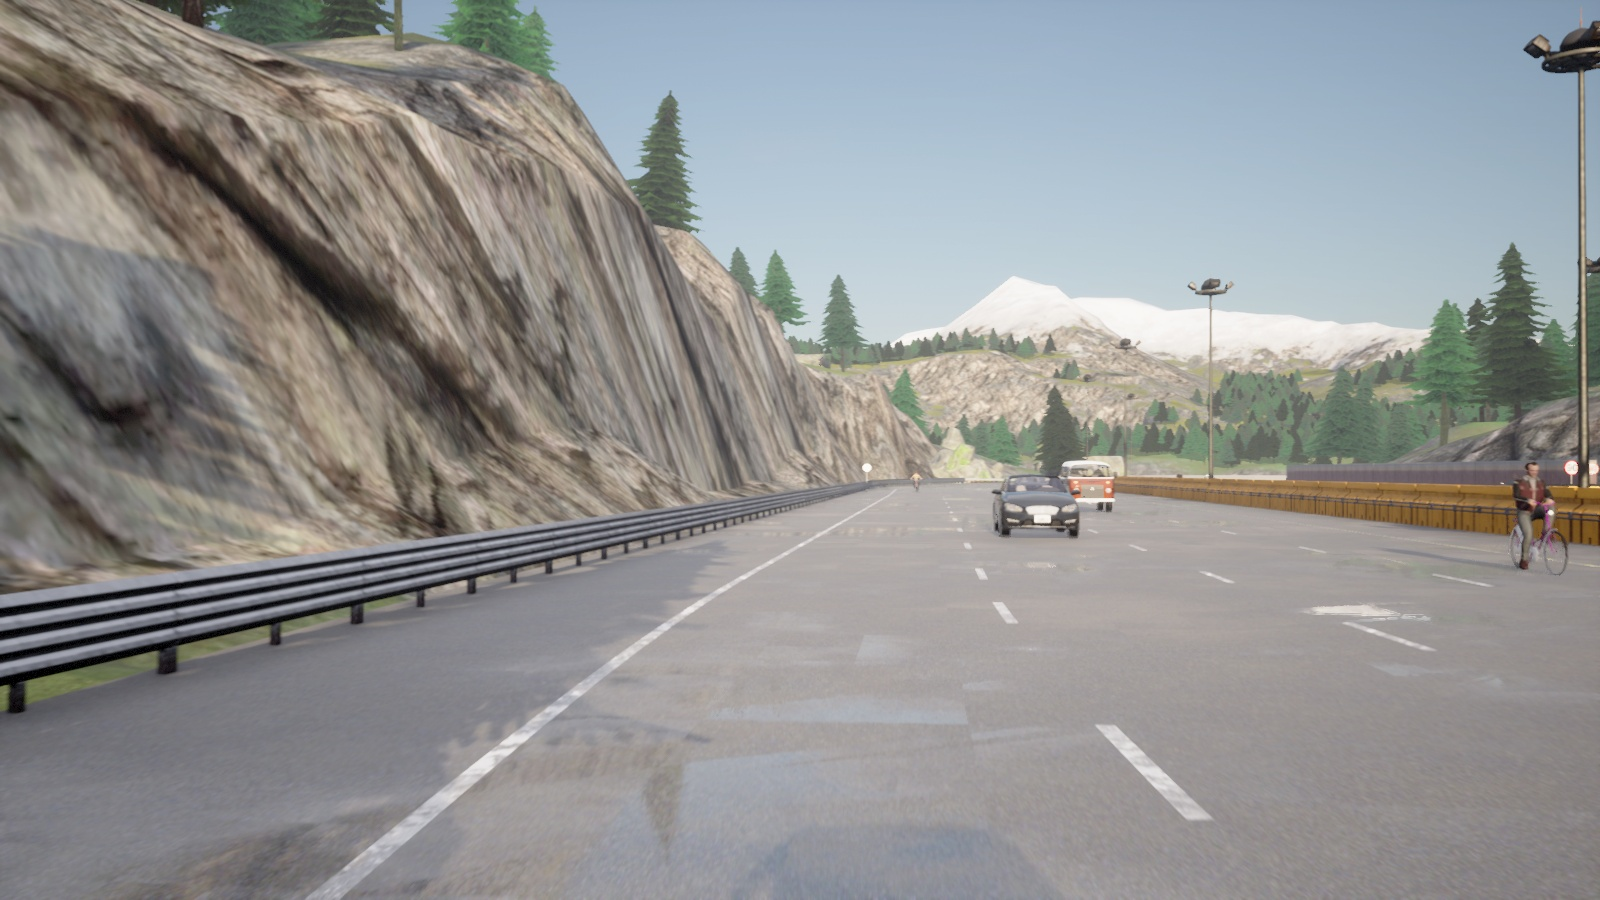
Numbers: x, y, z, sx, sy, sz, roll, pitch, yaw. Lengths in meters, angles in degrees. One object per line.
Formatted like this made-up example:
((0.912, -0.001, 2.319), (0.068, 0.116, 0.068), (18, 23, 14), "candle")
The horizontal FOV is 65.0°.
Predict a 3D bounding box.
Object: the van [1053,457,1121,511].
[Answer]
((11.248, 1.326, 49.416), (2.069, 2.038, 4.480), (0, -1, 6), "van")

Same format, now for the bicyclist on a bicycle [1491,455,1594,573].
((11.641, 0.973, 19.752), (0.659, 1.776, 1.843), (0, -1, 6), "bicyclist on a bicycle")

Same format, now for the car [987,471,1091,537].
((5.792, 1.268, 30.985), (2.128, 1.511, 4.902), (0, -1, 6), "car")
